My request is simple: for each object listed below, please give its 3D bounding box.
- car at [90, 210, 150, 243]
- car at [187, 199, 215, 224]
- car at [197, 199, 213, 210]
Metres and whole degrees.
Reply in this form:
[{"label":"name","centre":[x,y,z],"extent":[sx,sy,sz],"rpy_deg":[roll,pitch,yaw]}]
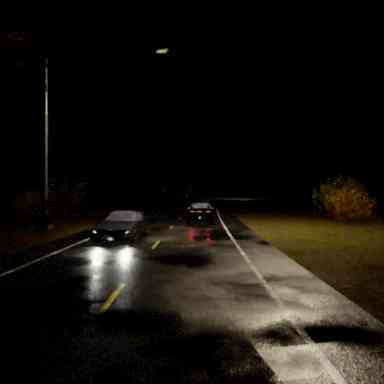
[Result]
[{"label":"car","centre":[-3.316,1.587,16.502],"extent":[2.033,1.411,5.357],"rpy_deg":[0,0,2]},{"label":"car","centre":[0.650,1.556,25.042],"extent":[2.128,1.511,4.902],"rpy_deg":[0,0,2]},{"label":"car","centre":[1.804,1.662,45.459],"extent":[2.033,1.411,5.357],"rpy_deg":[0,0,4]}]
